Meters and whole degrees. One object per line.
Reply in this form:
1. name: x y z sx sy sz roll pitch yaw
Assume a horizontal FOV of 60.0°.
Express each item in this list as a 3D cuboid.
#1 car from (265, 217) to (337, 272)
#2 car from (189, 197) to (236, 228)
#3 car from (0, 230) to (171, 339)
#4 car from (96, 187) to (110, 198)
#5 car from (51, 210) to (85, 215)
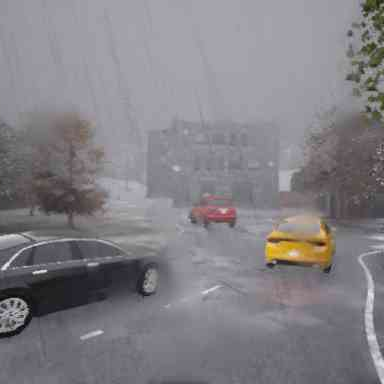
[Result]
1. car: 3.872 1.617 11.549 1.882 1.535 5.008 1 0 24
2. car: 1.416 1.419 24.117 2.150 2.045 5.566 1 -1 -14
3. car: -2.545 1.541 6.794 1.837 1.490 4.892 2 1 42
4. car: -17.020 0.093 63.419 2.150 2.045 5.566 0 5 -6
5. car: -13.785 1.730 36.742 4.902 1.511 2.128 0 -1 10
